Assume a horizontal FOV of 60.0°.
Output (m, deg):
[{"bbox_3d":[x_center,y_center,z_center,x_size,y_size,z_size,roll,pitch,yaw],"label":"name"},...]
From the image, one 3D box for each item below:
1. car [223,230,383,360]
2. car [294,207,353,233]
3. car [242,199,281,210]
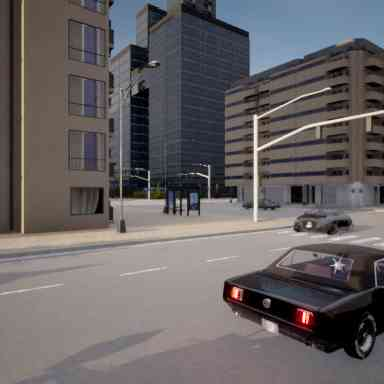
[{"bbox_3d":[2.892,1.601,5.985,4.718,1.301,1.895,0,0,-36],"label":"car"},{"bbox_3d":[7.423,1.563,18.633,1.994,1.385,4.181,0,0,44],"label":"car"},{"bbox_3d":[8.982,1.603,43.416,2.033,1.411,5.357,0,0,-38],"label":"car"}]
